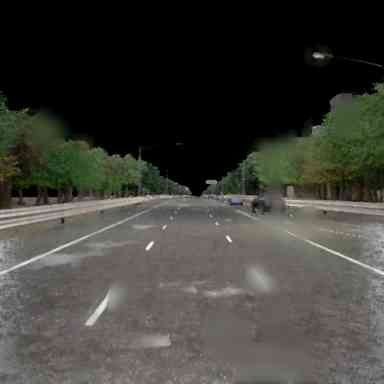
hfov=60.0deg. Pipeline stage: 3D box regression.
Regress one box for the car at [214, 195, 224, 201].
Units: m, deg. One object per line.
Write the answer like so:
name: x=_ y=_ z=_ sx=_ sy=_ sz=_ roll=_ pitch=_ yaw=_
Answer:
car: x=7.100 y=1.516 z=83.408 sx=2.033 sy=1.411 sz=5.357 roll=0 pitch=0 yaw=0

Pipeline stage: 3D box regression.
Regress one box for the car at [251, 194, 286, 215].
car: x=7.505 y=1.179 z=33.200 sx=2.150 sy=2.045 sz=5.566 roll=0 pitch=0 yaw=-5

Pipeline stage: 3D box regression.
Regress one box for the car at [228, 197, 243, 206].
car: x=7.012 y=1.493 z=54.048 sx=1.994 sy=1.385 sz=4.181 roll=0 pitch=0 yaw=0
